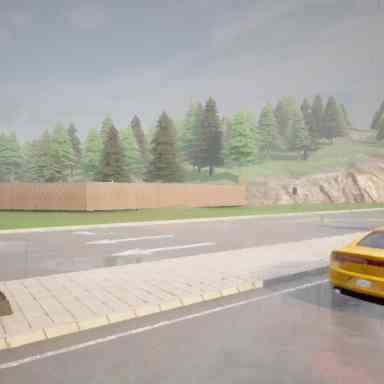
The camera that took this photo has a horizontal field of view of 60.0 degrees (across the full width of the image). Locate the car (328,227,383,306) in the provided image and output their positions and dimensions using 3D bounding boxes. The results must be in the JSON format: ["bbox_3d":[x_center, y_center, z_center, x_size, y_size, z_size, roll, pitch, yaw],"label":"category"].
[{"bbox_3d":[5.076,1.477,7.369,5.008,1.535,1.882,0,0,-35],"label":"car"}]
